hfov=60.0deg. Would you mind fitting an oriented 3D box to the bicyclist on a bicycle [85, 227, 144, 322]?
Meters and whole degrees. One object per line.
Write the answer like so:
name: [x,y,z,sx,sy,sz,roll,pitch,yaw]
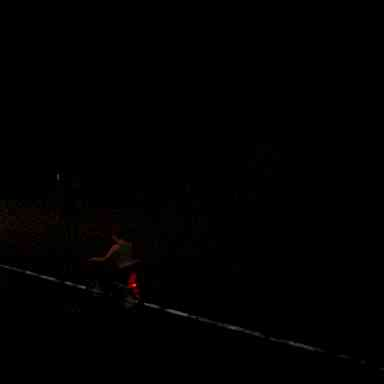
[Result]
bicyclist on a bicycle: [-1.424,1.443,6.052,1.509,1.612,0.866,0,0,36]
